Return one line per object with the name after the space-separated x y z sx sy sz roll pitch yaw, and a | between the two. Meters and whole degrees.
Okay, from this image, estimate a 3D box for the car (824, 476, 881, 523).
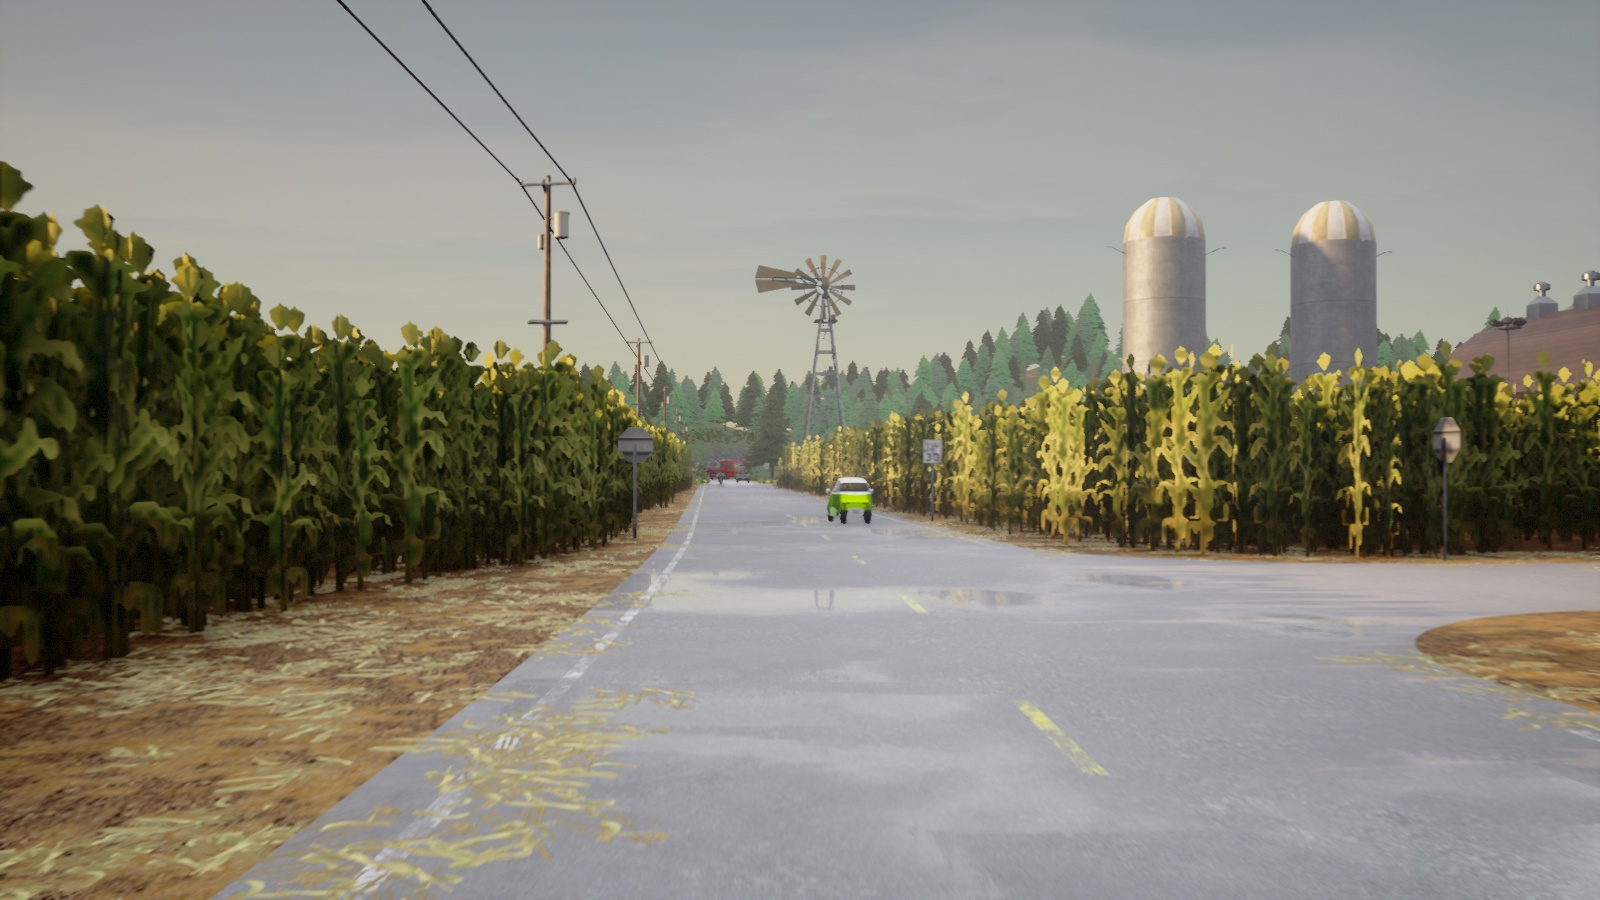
1.588 1.504 38.571 1.481 1.376 2.207 0 -1 -4 | car
